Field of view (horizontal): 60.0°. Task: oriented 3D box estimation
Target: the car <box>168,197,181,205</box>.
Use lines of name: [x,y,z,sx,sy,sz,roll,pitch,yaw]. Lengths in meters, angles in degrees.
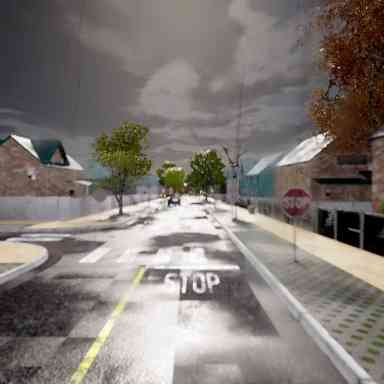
car: [-2.775,1.422,53.010,1.994,1.385,4.181,0,0,0]
